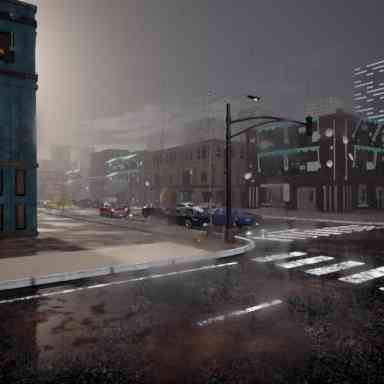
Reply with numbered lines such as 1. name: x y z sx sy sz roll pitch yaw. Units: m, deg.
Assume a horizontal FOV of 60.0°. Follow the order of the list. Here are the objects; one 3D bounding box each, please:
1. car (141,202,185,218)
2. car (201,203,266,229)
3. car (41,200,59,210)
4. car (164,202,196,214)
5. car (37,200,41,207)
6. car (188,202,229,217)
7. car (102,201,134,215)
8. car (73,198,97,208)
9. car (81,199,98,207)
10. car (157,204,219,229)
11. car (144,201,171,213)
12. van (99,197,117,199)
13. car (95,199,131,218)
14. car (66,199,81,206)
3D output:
1. car: -3.206 1.813 32.443 2.128 1.511 4.902 -1 0 -35
2. car: 2.774 1.750 23.980 2.033 1.411 5.357 -1 0 -34
3. car: -24.251 2.233 57.598 1.752 1.417 4.829 -1 0 -35
4. car: -1.496 1.904 40.023 1.802 1.307 4.206 -2 0 -35
5. car: -30.758 2.376 66.764 2.008 1.369 4.403 -1 0 -35
6. car: 1.708 1.810 35.509 2.008 1.369 4.403 -2 0 -35
7. car: -9.206 1.930 40.909 2.128 1.511 4.902 -1 0 -35
8. car: -19.671 2.004 61.158 2.097 1.767 4.553 -1 0 -35
9. car: -20.722 2.228 67.103 1.887 1.381 4.507 -1 0 -35
10. car: -0.394 1.815 23.784 1.947 1.339 4.313 -1 0 -35
11. car: -4.699 1.966 44.536 1.802 1.307 4.206 -2 0 -35
12. van: -14.318 1.907 58.076 1.690 1.788 3.998 -1 0 -35
13. car: -8.331 1.847 35.169 1.967 1.590 4.097 -1 0 -35
14. car: -27.130 2.364 76.130 1.947 1.339 4.313 -1 0 -35
